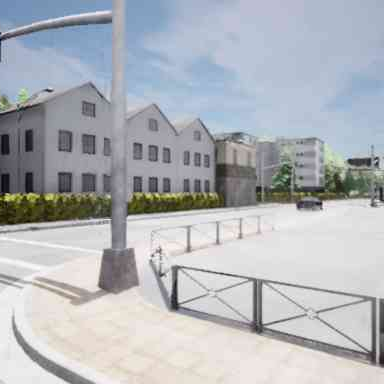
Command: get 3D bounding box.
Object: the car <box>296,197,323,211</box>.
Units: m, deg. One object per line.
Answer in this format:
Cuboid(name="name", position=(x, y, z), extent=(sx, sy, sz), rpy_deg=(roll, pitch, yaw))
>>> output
Cuboid(name="car", position=(13.348, 1.286, 37.700), extent=(1.882, 1.535, 5.008), rpy_deg=(0, 0, 35))
